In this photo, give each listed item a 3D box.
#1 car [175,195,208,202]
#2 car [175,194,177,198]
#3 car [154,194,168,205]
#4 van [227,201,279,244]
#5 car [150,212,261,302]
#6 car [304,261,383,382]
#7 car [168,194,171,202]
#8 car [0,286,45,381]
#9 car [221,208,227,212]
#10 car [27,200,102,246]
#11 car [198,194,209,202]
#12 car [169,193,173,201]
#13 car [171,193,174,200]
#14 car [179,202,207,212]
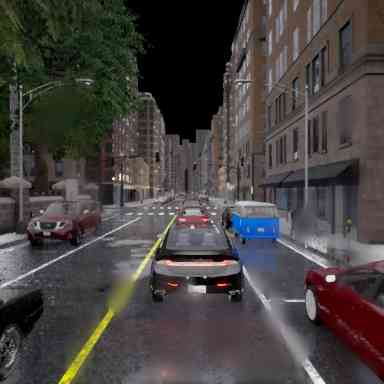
[{"bbox_3d":[0.040,1.338,27.465,2.097,1.767,4.553,0,0,2],"label":"car"},{"bbox_3d":[-5.695,1.496,86.457,2.008,1.369,4.403,0,0,0],"label":"car"},{"bbox_3d":[-5.687,1.480,59.033,1.752,1.417,4.829,0,0,0],"label":"car"},{"bbox_3d":[2.851,1.336,15.557,1.690,1.788,3.998,0,0,0],"label":"van"},{"bbox_3d":[0.098,1.490,8.245,2.128,1.511,4.902,0,0,0],"label":"car"},{"bbox_3d":[2.854,1.544,4.236,1.887,1.381,4.507,0,0,0],"label":"car"},{"bbox_3d":[-5.688,1.502,64.653,2.008,1.369,4.403,0,0,0],"label":"car"},{"bbox_3d":[-3.105,1.600,2.663,1.895,1.301,4.718,0,0,0],"label":"car"},{"bbox_3d":[2.850,1.557,21.217,1.947,1.339,4.313,0,0,0],"label":"car"},{"bbox_3d":[-5.674,1.310,15.514,2.192,1.841,5.009,0,0,0],"label":"car"},{"bbox_3d":[2.833,1.386,75.594,1.967,1.590,4.097,0,0,0],"label":"car"},{"bbox_3d":[-5.690,1.493,70.105,1.887,1.381,4.507,0,0,0],"label":"car"},{"bbox_3d":[-5.692,1.491,75.555,1.887,1.381,4.507,0,0,0],"label":"car"},{"bbox_3d":[0.098,1.519,18.507,1.812,1.442,4.674,0,0,0],"label":"car"}]
